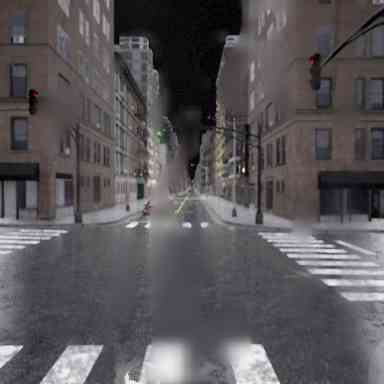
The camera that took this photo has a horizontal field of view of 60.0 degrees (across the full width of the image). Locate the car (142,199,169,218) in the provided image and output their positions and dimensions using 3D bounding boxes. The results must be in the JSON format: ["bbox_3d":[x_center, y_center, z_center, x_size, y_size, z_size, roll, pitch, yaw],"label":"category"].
[{"bbox_3d":[-2.932,1.318,27.451,1.812,1.442,4.674,0,2,0],"label":"car"}]

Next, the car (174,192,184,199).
[{"bbox_3d":[-2.829,0.818,74.432,1.837,1.490,4.892,0,1,0],"label":"car"}]
